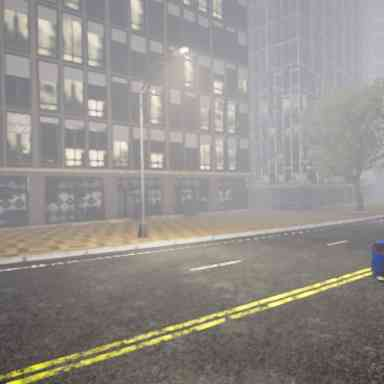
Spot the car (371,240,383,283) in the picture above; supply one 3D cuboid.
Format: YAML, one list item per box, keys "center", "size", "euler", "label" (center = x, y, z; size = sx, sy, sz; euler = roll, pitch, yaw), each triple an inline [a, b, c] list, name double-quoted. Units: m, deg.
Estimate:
- center: [6.411, 1.471, 8.402]
  size: [5.008, 1.535, 1.882]
  euler: [0, 0, -38]
  label: "car"
